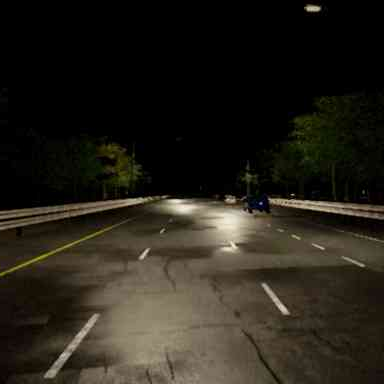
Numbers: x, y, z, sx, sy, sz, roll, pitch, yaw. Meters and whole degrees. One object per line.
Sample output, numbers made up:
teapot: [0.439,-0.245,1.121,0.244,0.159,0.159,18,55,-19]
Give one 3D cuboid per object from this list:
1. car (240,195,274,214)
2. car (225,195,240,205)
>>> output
car: [7.036,1.298,36.607,2.150,2.045,5.566,0,0,0]
car: [7.061,1.650,60.531,1.812,1.442,4.674,0,0,0]
